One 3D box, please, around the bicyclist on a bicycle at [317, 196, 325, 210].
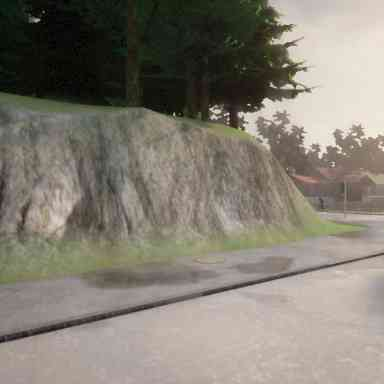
[{"bbox_3d":[15.462,1.349,39.963,1.656,1.620,0.582,0,0,-36],"label":"bicyclist on a bicycle"}]
